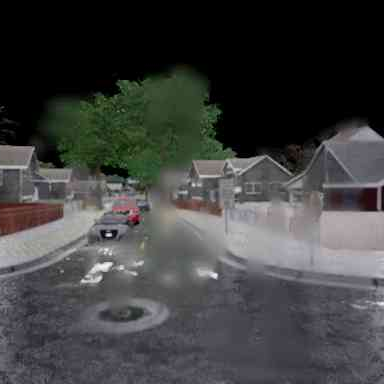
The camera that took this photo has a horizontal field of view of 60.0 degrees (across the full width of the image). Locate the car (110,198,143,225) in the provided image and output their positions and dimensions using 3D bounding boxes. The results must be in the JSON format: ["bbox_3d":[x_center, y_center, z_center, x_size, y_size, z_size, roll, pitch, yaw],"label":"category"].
[{"bbox_3d":[-5.429,1.520,27.327,2.150,2.045,5.566,0,0,-10],"label":"car"}]

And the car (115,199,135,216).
[{"bbox_3d":[-8.068,1.784,39.828,2.097,1.767,4.553,0,-1,-14],"label":"car"}]

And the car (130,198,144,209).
[{"bbox_3d":[-9.577,1.952,57.406,2.097,1.767,4.553,0,-1,-13],"label":"car"}]

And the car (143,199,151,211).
[{"bbox_3d":[-7.184,1.847,47.730,2.097,1.767,4.553,0,-1,-14],"label":"car"}]

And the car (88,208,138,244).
[{"bbox_3d":[-3.945,1.751,16.790,1.994,1.385,4.181,0,-1,-7],"label":"car"}]
